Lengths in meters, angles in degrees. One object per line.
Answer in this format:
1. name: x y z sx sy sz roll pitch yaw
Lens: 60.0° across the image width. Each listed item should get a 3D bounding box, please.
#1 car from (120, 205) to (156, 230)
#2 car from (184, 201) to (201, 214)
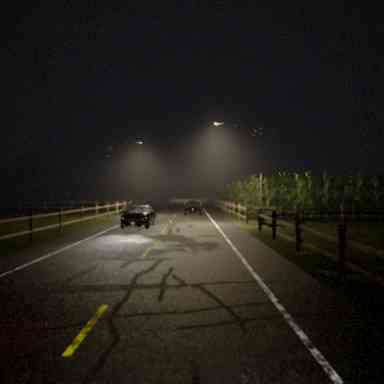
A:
1. car: -3.544 1.634 22.460 2.128 1.511 4.902 0 0 0
2. car: 0.095 1.730 38.407 1.882 1.535 5.008 0 0 0
